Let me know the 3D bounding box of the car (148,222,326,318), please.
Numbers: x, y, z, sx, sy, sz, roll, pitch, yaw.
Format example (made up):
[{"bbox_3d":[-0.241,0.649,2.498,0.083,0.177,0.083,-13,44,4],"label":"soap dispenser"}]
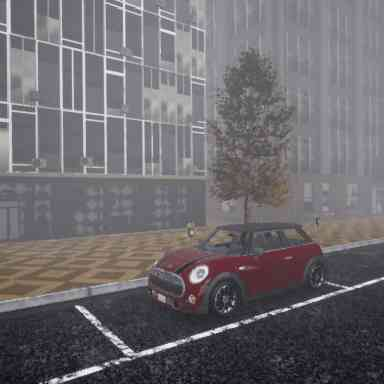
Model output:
[{"bbox_3d":[1.059,1.439,7.323,4.097,1.590,1.967,0,-1,-35],"label":"car"}]
